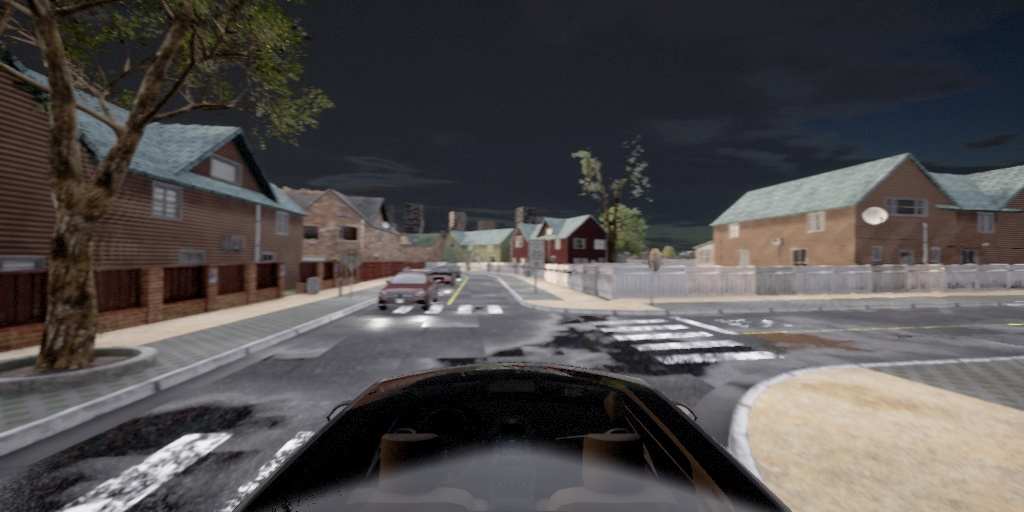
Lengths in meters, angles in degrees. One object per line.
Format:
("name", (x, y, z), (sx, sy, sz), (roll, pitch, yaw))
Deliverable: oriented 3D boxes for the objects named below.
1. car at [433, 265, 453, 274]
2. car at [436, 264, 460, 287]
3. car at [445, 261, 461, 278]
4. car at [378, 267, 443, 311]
("car", (-9.986, 1.913, 51.672), (1.895, 1.301, 4.718), (1, -1, -24))
("car", (-5.277, 1.544, 27.038), (1.994, 1.385, 4.181), (1, -1, -5))
("car", (-6.634, 1.468, 39.087), (2.097, 1.767, 4.553), (1, -1, -9))
("car", (-4.204, 1.373, 15.146), (1.812, 1.442, 4.674), (1, -1, -5))
